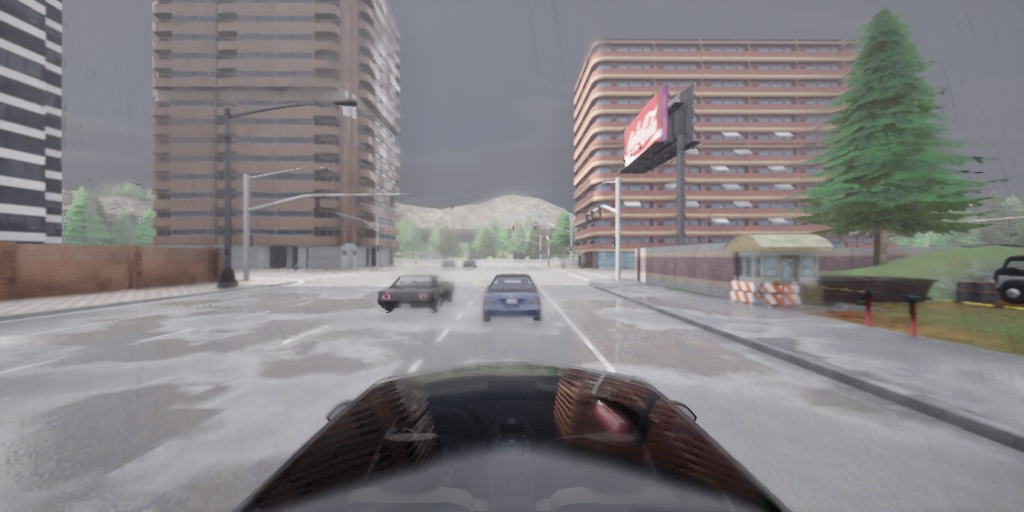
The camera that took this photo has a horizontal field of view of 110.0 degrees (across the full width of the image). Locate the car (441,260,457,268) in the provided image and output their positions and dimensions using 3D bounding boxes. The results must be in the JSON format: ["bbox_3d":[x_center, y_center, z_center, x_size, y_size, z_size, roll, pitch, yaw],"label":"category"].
[{"bbox_3d":[-10.509,1.345,59.909,1.994,1.385,4.181,0,0,1],"label":"car"}]

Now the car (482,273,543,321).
[{"bbox_3d":[0.026,1.303,12.373,2.033,1.411,5.357,0,0,0],"label":"car"}]

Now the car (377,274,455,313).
[{"bbox_3d":[-3.458,1.358,13.943,1.895,1.301,4.718,0,0,1],"label":"car"}]

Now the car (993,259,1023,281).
[{"bbox_3d":[44.084,1.254,32.818,4.902,1.511,2.128,0,0,0],"label":"car"}]

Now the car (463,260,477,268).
[{"bbox_3d":[-7.009,1.345,59.960,1.994,1.385,4.181,0,0,1],"label":"car"}]
